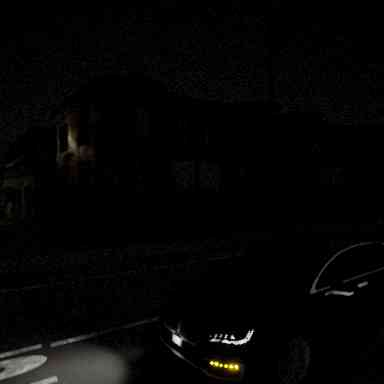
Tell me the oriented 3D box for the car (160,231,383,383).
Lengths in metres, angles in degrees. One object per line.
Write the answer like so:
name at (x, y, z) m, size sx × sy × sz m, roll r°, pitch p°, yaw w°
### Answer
car at (1.844, 1.444, 5.201) m, size 4.892 × 1.490 × 1.837 m, roll -1°, pitch 0°, yaw -34°
